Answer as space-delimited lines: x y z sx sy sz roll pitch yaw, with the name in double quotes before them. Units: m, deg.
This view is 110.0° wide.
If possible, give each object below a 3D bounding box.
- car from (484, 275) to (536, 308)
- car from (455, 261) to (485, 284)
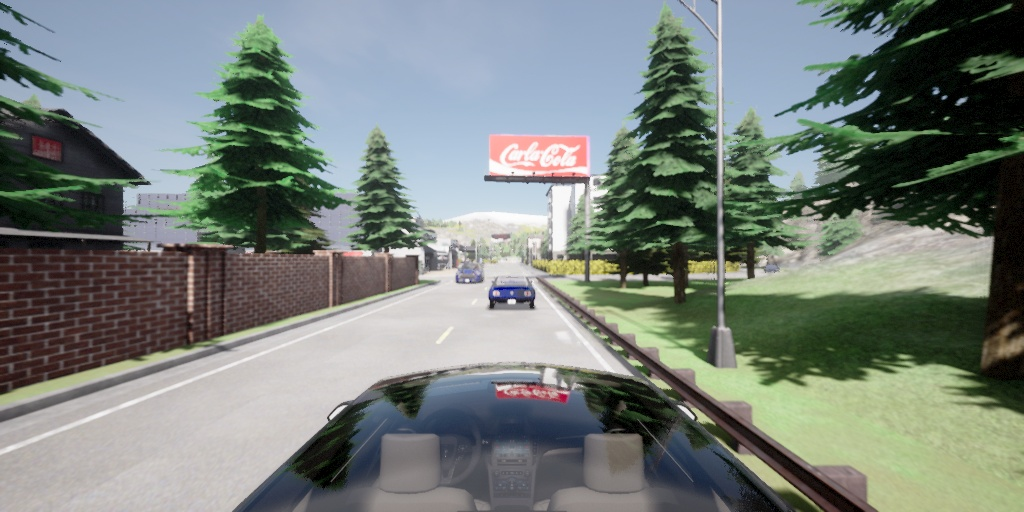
"car" -0.002 1.484 15.958 1.895 1.301 4.718 0 0 0
"car" -3.510 1.368 30.429 2.097 1.767 4.553 0 0 0
